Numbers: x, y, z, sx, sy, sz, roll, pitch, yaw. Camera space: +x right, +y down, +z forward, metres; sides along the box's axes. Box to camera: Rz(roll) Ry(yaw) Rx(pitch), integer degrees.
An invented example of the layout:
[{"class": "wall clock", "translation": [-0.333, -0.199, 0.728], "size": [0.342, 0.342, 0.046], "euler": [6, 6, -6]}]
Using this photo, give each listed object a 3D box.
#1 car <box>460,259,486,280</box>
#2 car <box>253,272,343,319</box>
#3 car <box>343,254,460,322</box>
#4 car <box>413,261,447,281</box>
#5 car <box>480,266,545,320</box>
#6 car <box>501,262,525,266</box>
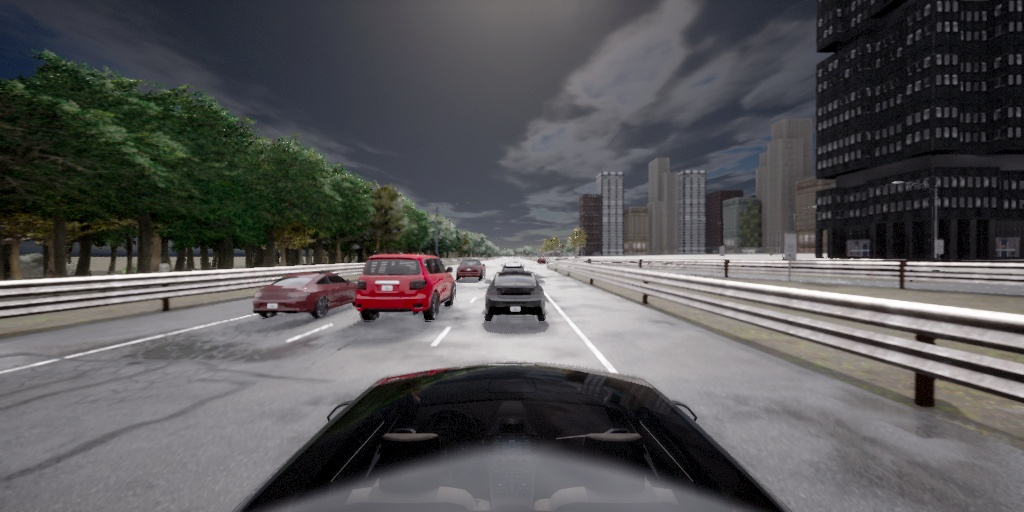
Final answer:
[{"class": "car", "translation": [-3.397, 1.069, 30.442], "size": [2.097, 1.767, 4.553], "euler": [0, 0, 0]}, {"class": "car", "translation": [-6.901, 1.270, 12.635], "size": [1.812, 1.442, 4.674], "euler": [0, 0, 0]}, {"class": "car", "translation": [-3.400, 0.966, 12.450], "size": [2.150, 2.045, 5.566], "euler": [0, 0, 0]}, {"class": "car", "translation": [-6.897, 1.221, 30.757], "size": [1.837, 1.490, 4.892], "euler": [0, 0, 0]}, {"class": "car", "translation": [0.100, 1.250, 12.553], "size": [1.837, 1.490, 4.892], "euler": [0, 0, 0]}, {"class": "car", "translation": [0.104, 1.208, 30.624], "size": [2.128, 1.511, 4.902], "euler": [0, 0, 0]}]
